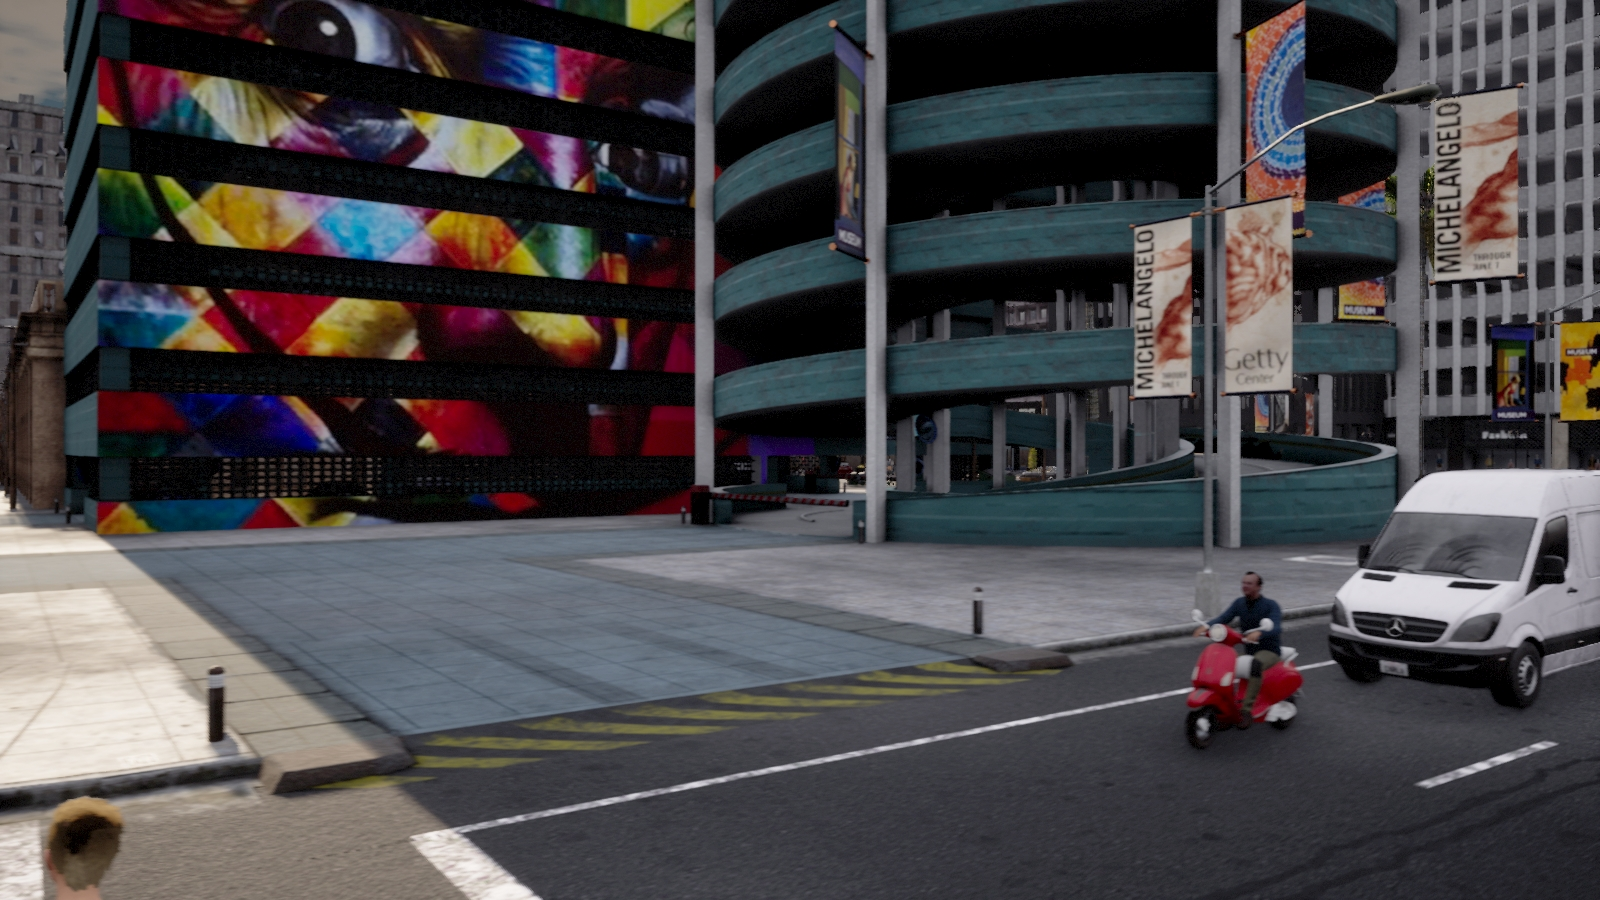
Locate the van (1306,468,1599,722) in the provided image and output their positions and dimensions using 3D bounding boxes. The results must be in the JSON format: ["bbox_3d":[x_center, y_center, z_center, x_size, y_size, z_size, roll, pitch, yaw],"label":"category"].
[{"bbox_3d":[8.956,1.546,14.402,5.915,2.561,1.988,0,0,-36],"label":"van"}]

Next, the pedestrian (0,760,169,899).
[{"bbox_3d":[-1.978,1.849,3.129,0.375,1.860,0.375,0,0,-40],"label":"pedestrian"}]

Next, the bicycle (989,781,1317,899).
[{"bbox_3d":[1.589,2.214,4.961,1.835,1.171,0.329,0,0,-36],"label":"bicycle"}]
